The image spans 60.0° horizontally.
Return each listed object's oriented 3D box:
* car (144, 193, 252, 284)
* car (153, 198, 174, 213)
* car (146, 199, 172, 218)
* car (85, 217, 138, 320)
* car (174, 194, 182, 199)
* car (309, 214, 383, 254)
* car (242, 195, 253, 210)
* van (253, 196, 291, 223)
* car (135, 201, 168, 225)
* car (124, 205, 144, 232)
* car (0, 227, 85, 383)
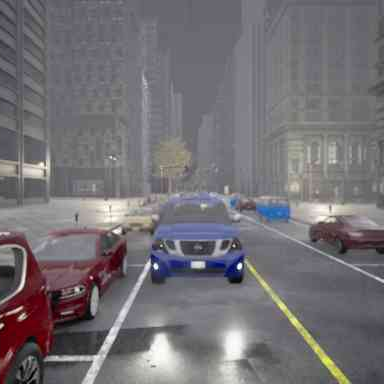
[{"bbox_3d":[0.105,1.166,9.775,2.150,2.045,5.566,0,0,-1],"label":"car"},{"bbox_3d":[-2.926,1.350,34.843,1.887,1.381,4.507,0,0,-1],"label":"car"},{"bbox_3d":[-2.848,1.380,29.318,1.887,1.381,4.507,0,0,-1],"label":"car"},{"bbox_3d":[-2.534,1.502,7.219,1.887,1.381,4.507,0,0,-1],"label":"car"},{"bbox_3d":[-3.590,1.110,83.511,1.887,1.381,4.507,0,0,-1],"label":"car"},{"bbox_3d":[5.933,1.514,12.847,1.802,1.307,4.206,0,0,-1],"label":"car"},{"bbox_3d":[5.628,1.355,34.944,1.887,1.381,4.507,0,0,-1],"label":"car"},{"bbox_3d":[5.782,1.211,23.895,1.690,1.788,3.998,0,0,-1],"label":"van"},{"bbox_3d":[-2.769,1.410,23.793,1.887,1.381,4.507,0,0,-1],"label":"car"},{"bbox_3d":[-2.688,1.423,18.098,1.752,1.417,4.829,0,0,-1],"label":"car"},{"bbox_3d":[-2.455,1.303,1.693,2.192,1.841,5.009,0,0,-1],"label":"car"}]
